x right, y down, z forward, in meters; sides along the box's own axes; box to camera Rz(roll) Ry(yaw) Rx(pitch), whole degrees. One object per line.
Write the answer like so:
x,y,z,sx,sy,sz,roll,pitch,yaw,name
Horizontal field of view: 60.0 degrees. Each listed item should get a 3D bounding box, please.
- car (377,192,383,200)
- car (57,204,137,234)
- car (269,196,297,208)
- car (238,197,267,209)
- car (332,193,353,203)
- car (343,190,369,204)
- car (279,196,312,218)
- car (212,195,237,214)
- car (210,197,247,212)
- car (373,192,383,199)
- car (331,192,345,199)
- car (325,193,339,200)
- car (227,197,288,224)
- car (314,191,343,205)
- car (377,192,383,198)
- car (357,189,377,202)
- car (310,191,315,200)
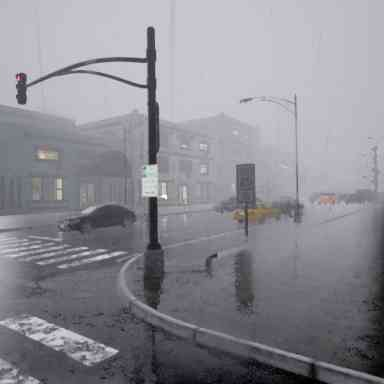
33.580,0.569,61.967,2.192,1.841,5.009,-1,0,36,car
-5.139,1.423,18.532,1.812,1.442,4.674,-1,0,36,car
11.309,1.197,41.124,1.994,1.385,4.181,-1,0,36,car
7.294,1.293,40.037,1.802,1.307,4.206,-1,0,36,car
24.494,0.901,53.884,2.128,1.511,4.902,-1,0,36,car
22.875,0.924,46.468,1.837,1.490,4.892,-1,0,36,car
7.566,1.217,26.158,2.008,1.369,4.403,-1,0,36,car
4.213,1.098,31.406,2.097,1.767,4.553,-1,0,36,car
3.941,1.289,35.423,1.752,1.417,4.829,-1,0,36,car
40.088,0.720,70.920,1.947,1.339,4.313,-1,0,36,car
33.309,0.743,75.846,1.967,1.590,4.097,-1,0,36,car
30.058,0.935,71.371,1.802,1.307,4.206,-1,0,36,car
4.413,1.242,21.819,1.752,1.417,4.829,-1,0,36,car
19.248,0.845,46.662,2.097,1.767,4.553,-1,0,35,car
43.165,0.651,75.143,1.887,1.381,4.507,-1,0,36,car
26.971,0.576,52.180,2.150,2.045,5.566,-1,0,36,car
23.551,0.768,62.418,2.192,1.841,5.009,-1,0,36,car
